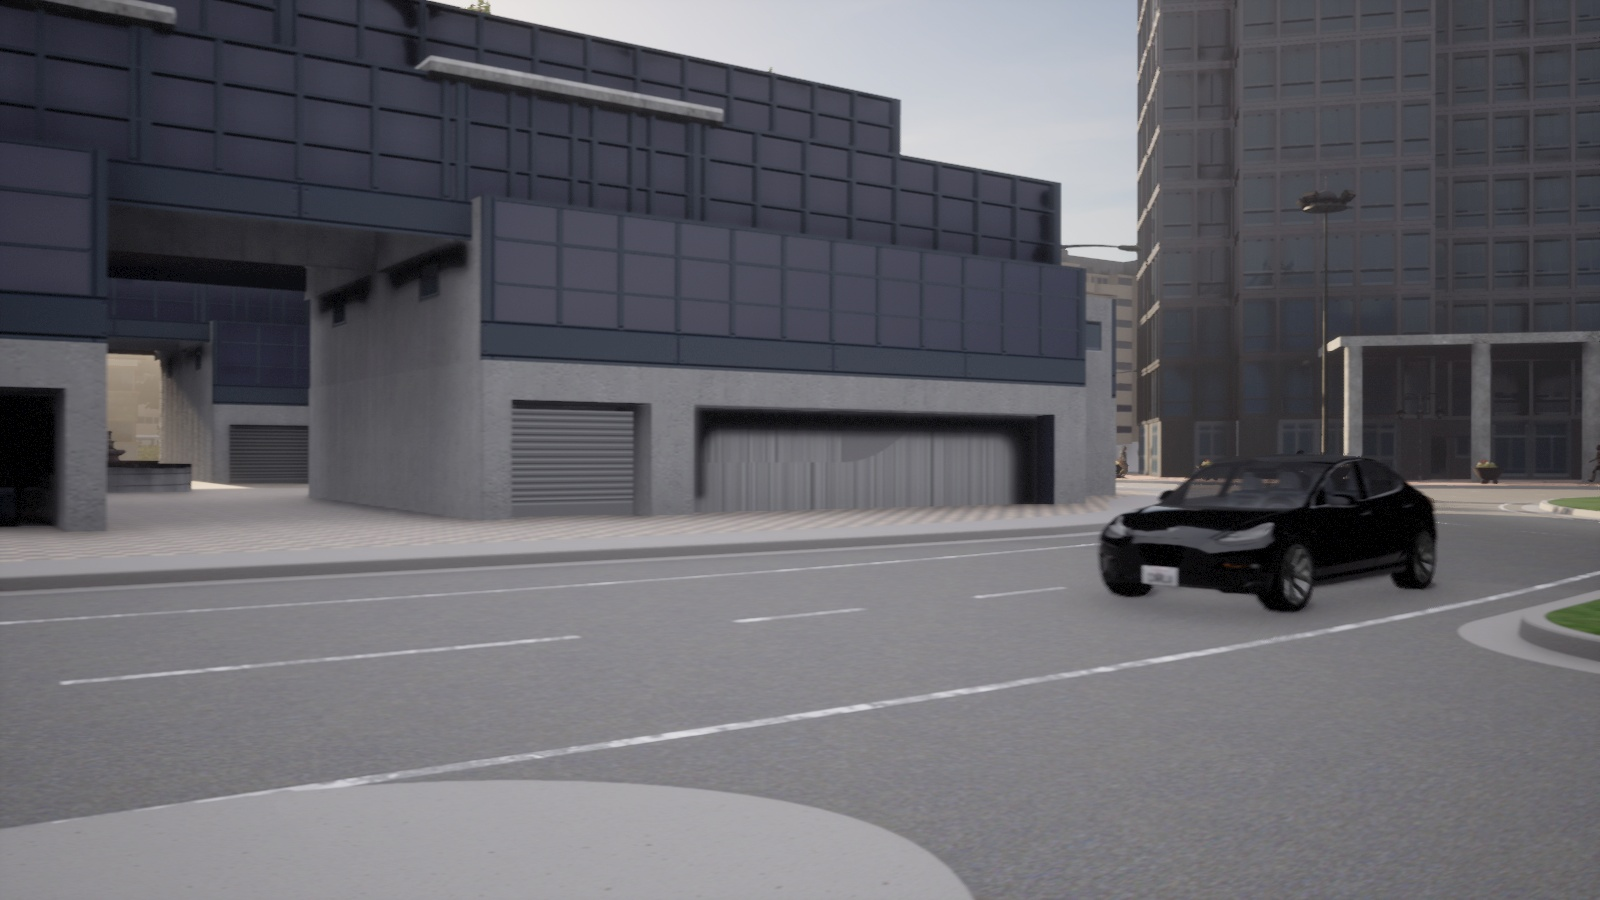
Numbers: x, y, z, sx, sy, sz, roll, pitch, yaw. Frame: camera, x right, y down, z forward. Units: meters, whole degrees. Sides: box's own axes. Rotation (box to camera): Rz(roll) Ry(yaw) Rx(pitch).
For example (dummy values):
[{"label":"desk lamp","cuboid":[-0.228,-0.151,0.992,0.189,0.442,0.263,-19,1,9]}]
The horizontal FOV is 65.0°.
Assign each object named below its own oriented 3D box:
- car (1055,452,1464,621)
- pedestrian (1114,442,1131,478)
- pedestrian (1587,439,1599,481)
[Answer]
[{"label":"car","cuboid":[5.062,0.764,13.463,4.792,1.488,2.163,0,0,-43]},{"label":"pedestrian","cuboid":[16.916,0.520,65.822,0.540,1.848,0.694,0,0,-42]},{"label":"pedestrian","cuboid":[36.773,0.468,57.956,0.692,1.930,0.396,0,0,22]}]
